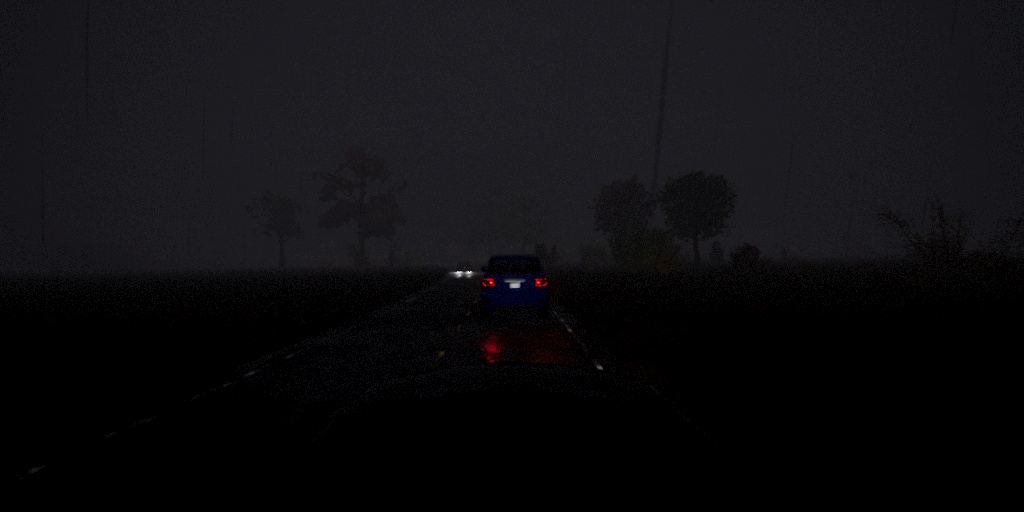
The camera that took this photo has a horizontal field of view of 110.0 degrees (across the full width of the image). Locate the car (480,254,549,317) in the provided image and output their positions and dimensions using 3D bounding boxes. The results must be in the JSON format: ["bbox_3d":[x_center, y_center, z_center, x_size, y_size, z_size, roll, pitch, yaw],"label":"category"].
[{"bbox_3d":[0.034,0.952,13.165,2.150,2.045,5.566,0,0,-1],"label":"car"}]

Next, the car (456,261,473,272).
[{"bbox_3d":[-6.242,1.314,46.901,1.994,1.385,4.181,0,0,-9],"label":"car"}]
